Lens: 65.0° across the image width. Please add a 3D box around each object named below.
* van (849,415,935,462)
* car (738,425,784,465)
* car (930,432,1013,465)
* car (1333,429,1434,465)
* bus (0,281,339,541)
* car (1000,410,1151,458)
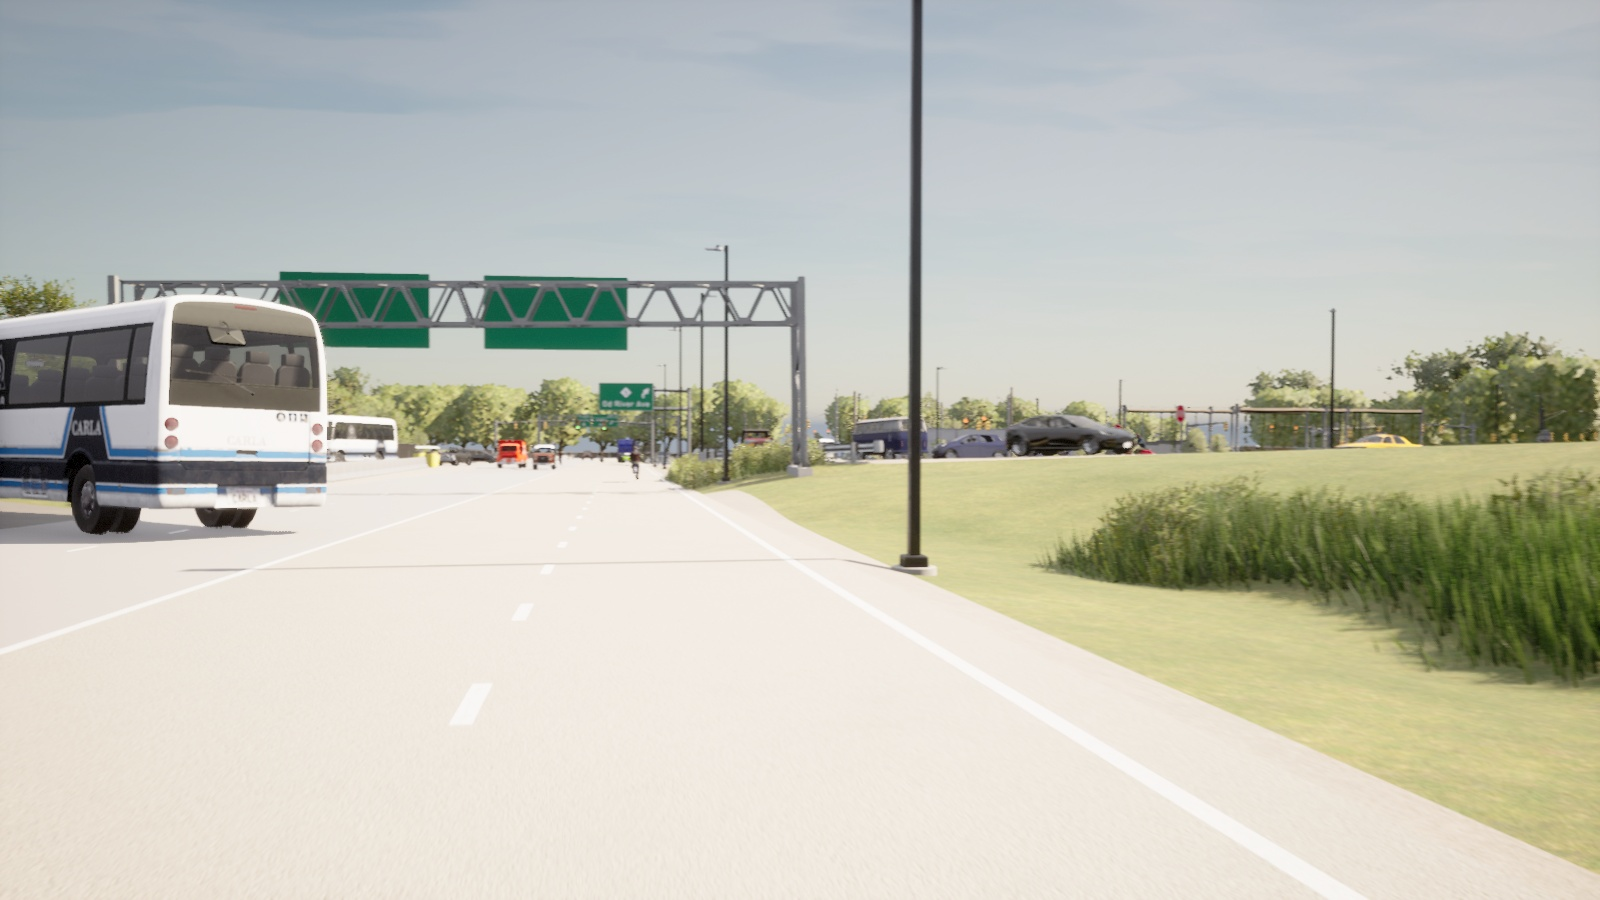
[{"bbox_3d":[4.163,-0.478,57.611,1.775,1.987,4.442,0,-2,-28],"label":"van"},{"bbox_3d":[-2.040,-0.222,64.604,1.905,1.878,3.866,0,-2,-8],"label":"car"},{"bbox_3d":[8.452,-0.049,61.972,3.633,1.501,1.845,1,-2,-12],"label":"car"},{"bbox_3d":[28.997,-0.101,62.388,5.366,1.575,1.801,2,-2,-30],"label":"car"},{"bbox_3d":[-14.016,-0.632,25.286,10.273,4.253,3.944,0,-1,38],"label":"bus"},{"bbox_3d":[9.625,-0.528,44.153,2.163,1.488,4.792,0,-1,-42],"label":"car"}]
